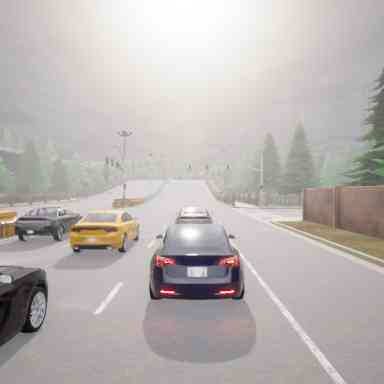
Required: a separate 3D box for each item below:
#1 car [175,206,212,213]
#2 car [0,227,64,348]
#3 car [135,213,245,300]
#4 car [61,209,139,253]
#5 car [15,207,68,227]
[{"bbox_3d":[0.093,1.491,17.514,2.128,1.511,4.902,0,0,0],"label":"car"},{"bbox_3d":[-3.400,1.478,3.760,1.882,1.535,5.008,0,0,0],"label":"car"},{"bbox_3d":[0.098,1.503,8.423,2.163,1.488,4.792,0,0,0],"label":"car"},{"bbox_3d":[-3.404,1.478,13.777,1.882,1.535,5.008,0,0,0],"label":"car"},{"bbox_3d":[-6.905,1.491,16.624,2.128,1.511,4.902,0,0,0],"label":"car"}]
